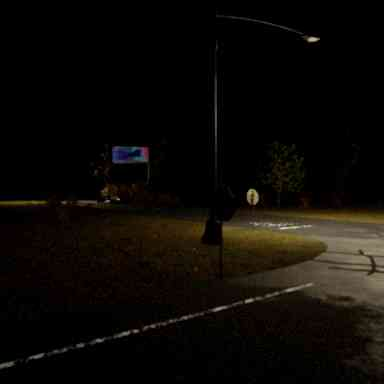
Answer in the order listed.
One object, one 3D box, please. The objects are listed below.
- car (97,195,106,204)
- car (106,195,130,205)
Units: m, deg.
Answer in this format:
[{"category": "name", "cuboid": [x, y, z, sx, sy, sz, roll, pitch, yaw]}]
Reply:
[{"category": "car", "cuboid": [-15.998, 1.366, 61.073, 2.128, 1.511, 4.902, 0, 0, -34]}, {"category": "car", "cuboid": [-12.016, 1.435, 55.152, 2.033, 1.411, 5.357, 0, 0, -33]}]
